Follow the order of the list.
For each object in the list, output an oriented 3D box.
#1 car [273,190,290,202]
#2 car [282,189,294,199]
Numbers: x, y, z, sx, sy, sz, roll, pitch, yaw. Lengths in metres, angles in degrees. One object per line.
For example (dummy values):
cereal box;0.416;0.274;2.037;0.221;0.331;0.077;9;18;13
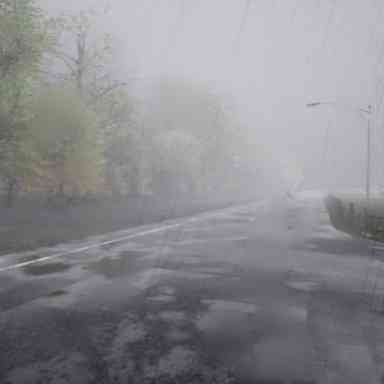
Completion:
car;14.099;0.817;53.078;1.812;1.442;4.674;1;1;21
car;18.687;0.364;65.190;2.150;2.045;5.566;1;1;21
